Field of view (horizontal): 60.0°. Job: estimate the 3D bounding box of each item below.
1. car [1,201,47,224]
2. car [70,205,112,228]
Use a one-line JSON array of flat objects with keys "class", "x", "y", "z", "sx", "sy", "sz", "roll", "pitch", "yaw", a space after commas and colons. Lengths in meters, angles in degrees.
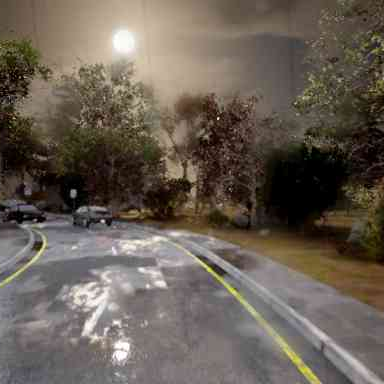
[{"class": "car", "x": -13.838, "y": 1.741, "z": 27.495, "sx": 2.033, "sy": 1.411, "sz": 5.357, "roll": 1, "pitch": 0, "yaw": -43}, {"class": "car", "x": -7.506, "y": 1.743, "z": 24.559, "sx": 1.837, "sy": 1.490, "sz": 4.892, "roll": 2, "pitch": -1, "yaw": -37}]
